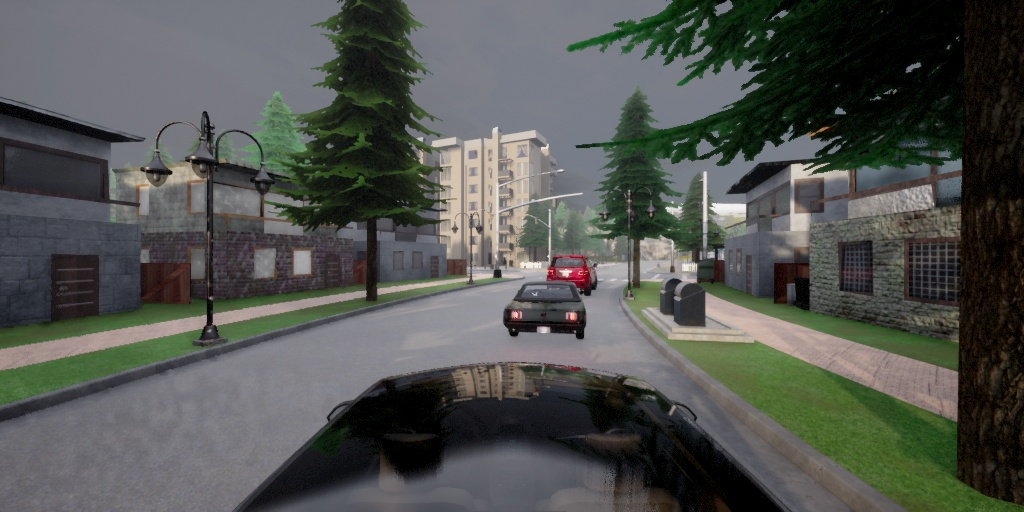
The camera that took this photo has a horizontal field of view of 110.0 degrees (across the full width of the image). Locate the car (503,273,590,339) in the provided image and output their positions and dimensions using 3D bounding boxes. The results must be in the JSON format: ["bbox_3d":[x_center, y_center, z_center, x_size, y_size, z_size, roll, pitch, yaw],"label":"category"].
[{"bbox_3d":[1.073,1.351,10.135,1.895,1.301,4.718,0,0,9],"label":"car"}]

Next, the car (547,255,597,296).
[{"bbox_3d":[3.369,0.971,19.631,2.150,2.045,5.566,0,0,18],"label":"car"}]
